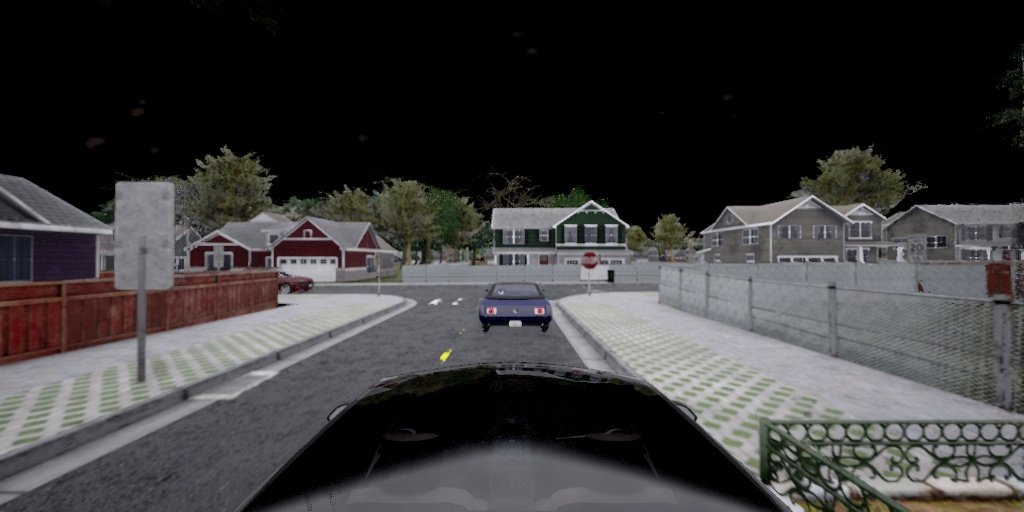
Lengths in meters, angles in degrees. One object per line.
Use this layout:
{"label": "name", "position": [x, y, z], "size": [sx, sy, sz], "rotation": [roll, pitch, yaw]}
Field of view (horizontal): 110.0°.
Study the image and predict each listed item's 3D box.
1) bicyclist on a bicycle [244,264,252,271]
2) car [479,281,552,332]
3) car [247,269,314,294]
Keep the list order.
{"label": "bicyclist on a bicycle", "position": [-20.018, 1.428, 27.205], "size": [0.582, 1.620, 1.656], "rotation": [0, 0, 1]}
{"label": "car", "position": [0.101, 1.438, 11.271], "size": [1.895, 1.301, 4.718], "rotation": [0, -1, 0]}
{"label": "car", "position": [-14.459, 1.510, 21.297], "size": [5.008, 1.535, 1.882], "rotation": [0, 0, 1]}
